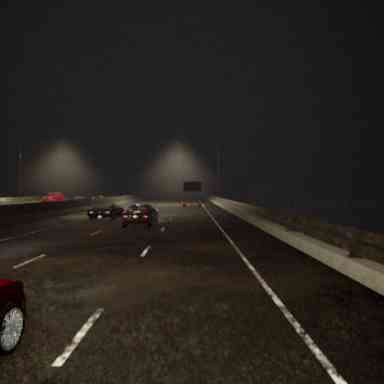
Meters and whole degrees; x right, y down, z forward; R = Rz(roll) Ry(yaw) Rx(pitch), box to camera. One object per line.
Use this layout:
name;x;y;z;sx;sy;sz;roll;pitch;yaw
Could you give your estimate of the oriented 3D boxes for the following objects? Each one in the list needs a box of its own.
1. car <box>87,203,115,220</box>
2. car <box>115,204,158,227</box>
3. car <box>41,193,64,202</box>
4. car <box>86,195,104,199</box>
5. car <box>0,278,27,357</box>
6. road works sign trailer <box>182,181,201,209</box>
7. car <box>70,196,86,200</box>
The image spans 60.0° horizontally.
car;-6.893;1.565;27.055;1.895;1.301;4.718;0;0;0
car;-3.394;1.519;22.341;2.033;1.411;5.357;0;0;0
car;-24.508;1.125;58.875;2.150;2.045;5.566;0;0;1
car;-17.507;1.375;61.815;1.882;1.535;5.008;0;0;0
car;-3.399;1.474;2.984;1.882;1.535;5.008;0;0;0
road works sign trailer;0.009;0.400;42.964;2.380;3.560;2.880;0;0;0
car;-20.996;1.445;61.732;2.033;1.411;5.357;0;0;0
